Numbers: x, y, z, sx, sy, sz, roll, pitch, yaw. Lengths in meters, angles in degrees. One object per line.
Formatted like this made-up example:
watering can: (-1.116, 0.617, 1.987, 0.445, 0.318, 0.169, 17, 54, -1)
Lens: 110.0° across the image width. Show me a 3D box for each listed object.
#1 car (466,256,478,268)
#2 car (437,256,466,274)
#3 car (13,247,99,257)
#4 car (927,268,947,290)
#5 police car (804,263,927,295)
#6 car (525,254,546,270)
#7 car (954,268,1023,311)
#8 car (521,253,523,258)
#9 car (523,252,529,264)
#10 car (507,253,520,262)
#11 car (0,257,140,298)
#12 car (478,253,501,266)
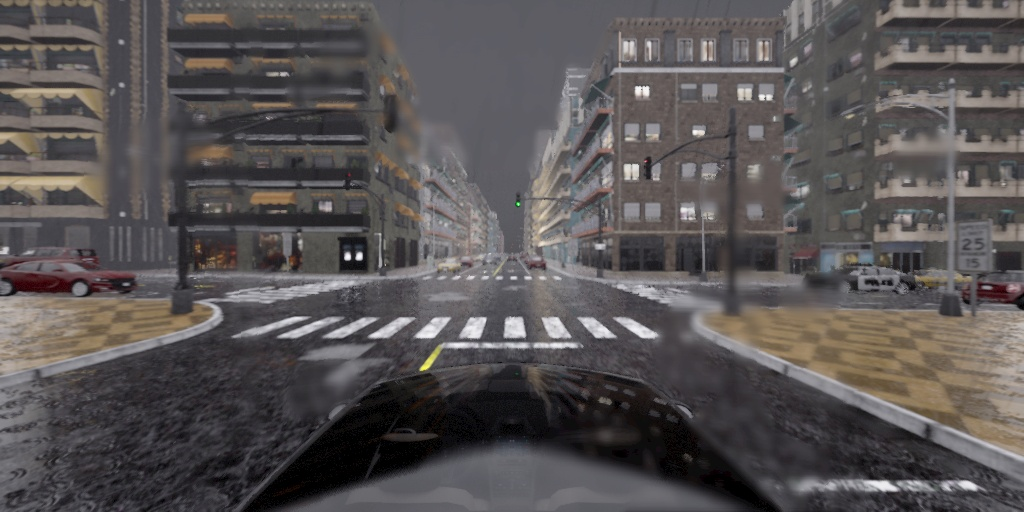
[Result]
car: (-5.699, 0.663, 44.131, 1.888, 1.381, 4.507, 0, 0, 0)
car: (-5.696, 0.807, 32.916, 1.751, 1.417, 4.829, 0, 0, 0)
car: (-28.651, 0.373, 22.228, 5.009, 1.841, 2.192, 0, 0, 0)
car: (26.241, 1.441, 22.635, 4.829, 1.417, 1.751, 0, 0, 0)
police car: (19.197, 1.243, 19.916, 5.238, 1.638, 1.930, 1, 0, 0)
car: (2.683, 0.746, 38.596, 1.888, 1.381, 4.507, 0, 0, 0)
car: (20.832, 1.313, 14.277, 4.097, 1.591, 1.967, 0, 0, 0)
car: (2.679, 0.538, 55.165, 1.802, 1.307, 4.207, 0, 0, 0)
car: (2.682, 0.559, 44.119, 1.967, 1.591, 4.097, 0, 0, 0)
car: (-0.013, 0.329, 64.010, 1.837, 1.490, 4.892, 0, 1, 0)
car: (-17.265, 0.825, 13.938, 4.507, 1.381, 1.888, 0, 0, 0)
car: (-3.070, 0.526, 49.779, 2.128, 1.511, 4.902, 0, 1, 1)
